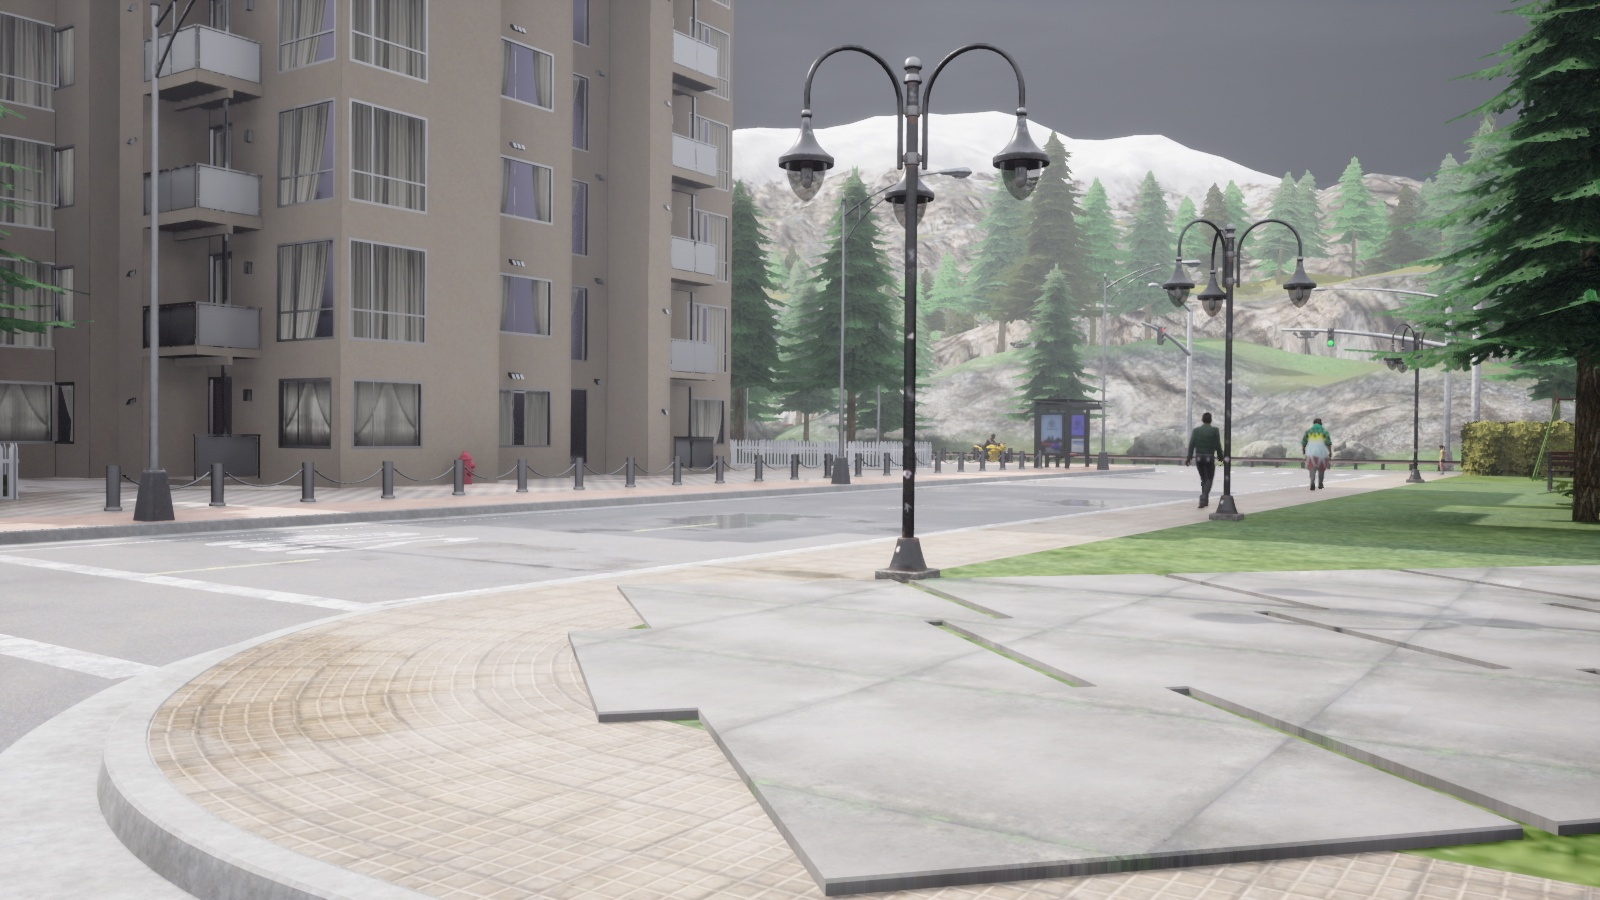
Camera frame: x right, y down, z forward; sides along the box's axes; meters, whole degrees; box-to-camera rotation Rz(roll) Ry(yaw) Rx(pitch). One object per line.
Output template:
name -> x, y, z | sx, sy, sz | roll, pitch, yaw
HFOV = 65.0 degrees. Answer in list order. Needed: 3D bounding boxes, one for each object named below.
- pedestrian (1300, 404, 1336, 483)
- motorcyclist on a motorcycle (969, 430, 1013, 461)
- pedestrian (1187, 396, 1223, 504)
pedestrian -> 12.972, -0.170, 31.457 | 0.659, 1.952, 0.873 | 0, 1, 34
motorcyclist on a motorcycle -> 9.526, -0.228, 62.638 | 2.044, 1.523, 0.797 | 0, 1, 35
pedestrian -> 7.477, -0.007, 23.169 | 0.423, 1.949, 0.788 | 0, 1, 33
